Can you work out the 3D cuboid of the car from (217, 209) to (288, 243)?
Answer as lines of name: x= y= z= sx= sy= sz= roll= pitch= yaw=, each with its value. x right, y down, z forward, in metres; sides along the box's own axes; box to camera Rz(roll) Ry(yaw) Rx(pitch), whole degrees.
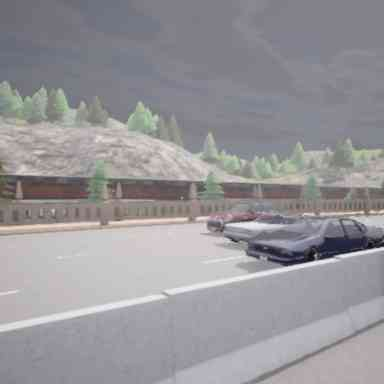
car: x=3.699 y=1.590 z=14.760 sx=4.718 sy=1.301 sz=1.895 roll=0 pitch=0 yaw=-31

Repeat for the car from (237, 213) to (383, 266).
car: x=4.315 y=1.536 z=11.063 sx=5.357 sy=1.411 sz=2.033 roll=0 pitch=0 yaw=-32

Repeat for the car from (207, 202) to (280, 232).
car: x=3.079 y=1.343 z=18.407 sx=4.553 sy=1.767 sz=2.097 roll=0 pitch=0 yaw=-30
